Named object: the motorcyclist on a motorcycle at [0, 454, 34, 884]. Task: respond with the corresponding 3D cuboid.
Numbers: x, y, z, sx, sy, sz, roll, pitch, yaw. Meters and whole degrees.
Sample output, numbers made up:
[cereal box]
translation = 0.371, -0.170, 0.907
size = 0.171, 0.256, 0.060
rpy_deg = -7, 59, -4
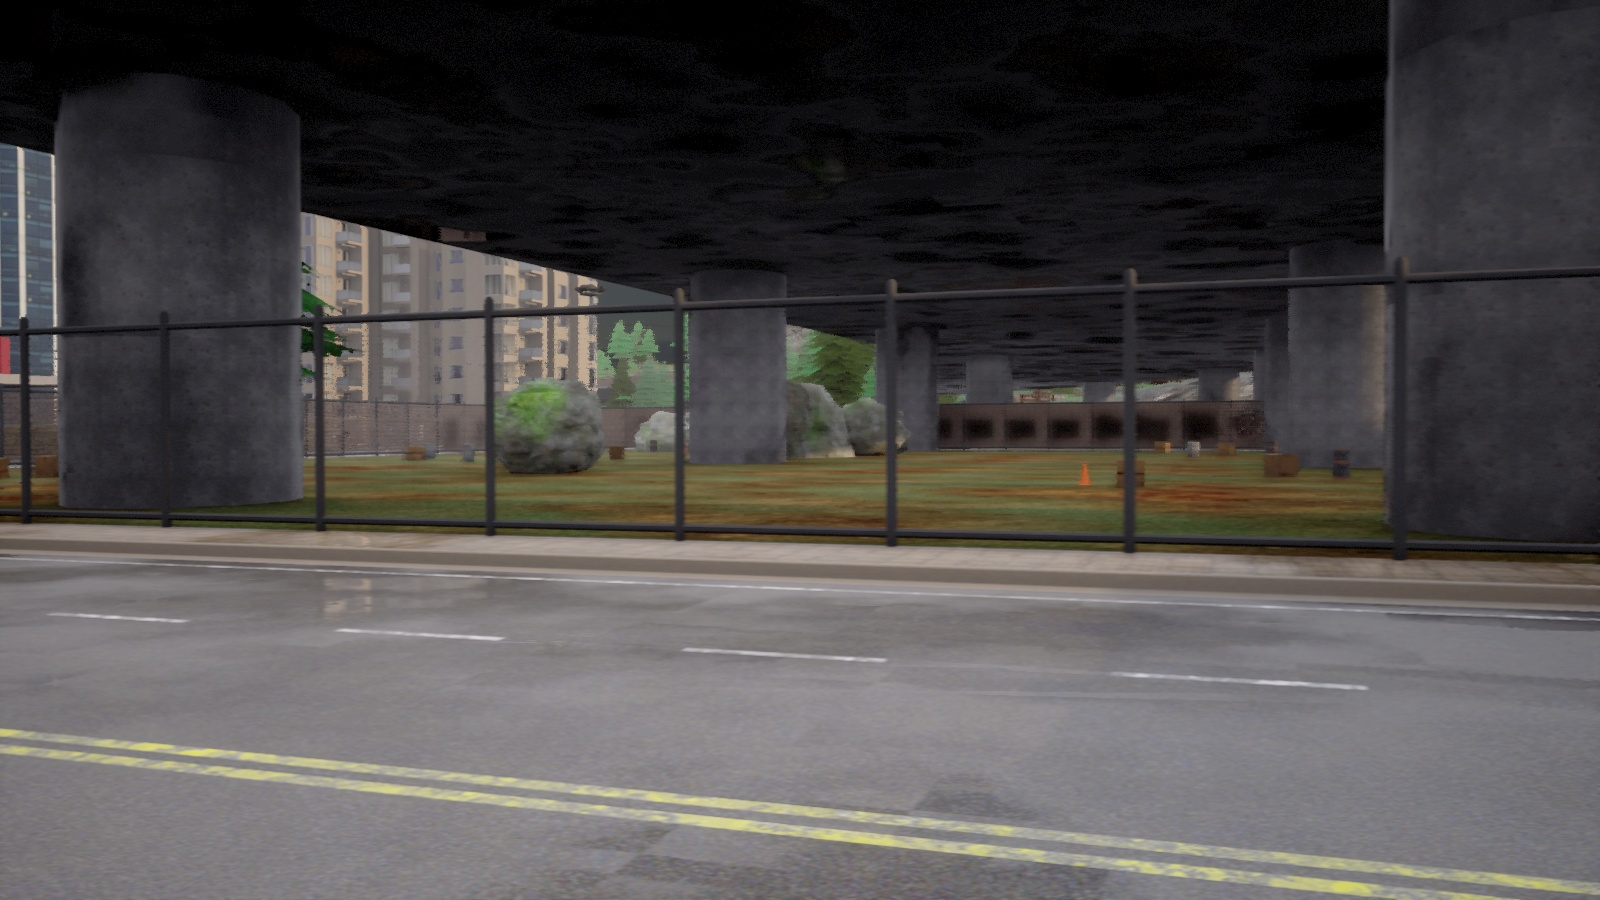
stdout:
[motorcyclist on a motorcycle]
translation = -3.984, 0.778, 4.534
size = 2.191, 1.530, 0.866
rpy_deg = 0, 1, 19
